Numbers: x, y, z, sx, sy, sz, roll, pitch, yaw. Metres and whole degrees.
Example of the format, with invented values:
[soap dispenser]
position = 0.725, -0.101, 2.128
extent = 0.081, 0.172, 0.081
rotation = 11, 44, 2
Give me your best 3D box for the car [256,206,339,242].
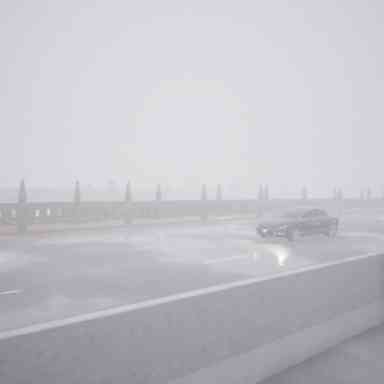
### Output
[car]
position = 5.241, 1.497, 16.271
extent = 4.892, 1.490, 1.837
rotation = 0, 0, -35
